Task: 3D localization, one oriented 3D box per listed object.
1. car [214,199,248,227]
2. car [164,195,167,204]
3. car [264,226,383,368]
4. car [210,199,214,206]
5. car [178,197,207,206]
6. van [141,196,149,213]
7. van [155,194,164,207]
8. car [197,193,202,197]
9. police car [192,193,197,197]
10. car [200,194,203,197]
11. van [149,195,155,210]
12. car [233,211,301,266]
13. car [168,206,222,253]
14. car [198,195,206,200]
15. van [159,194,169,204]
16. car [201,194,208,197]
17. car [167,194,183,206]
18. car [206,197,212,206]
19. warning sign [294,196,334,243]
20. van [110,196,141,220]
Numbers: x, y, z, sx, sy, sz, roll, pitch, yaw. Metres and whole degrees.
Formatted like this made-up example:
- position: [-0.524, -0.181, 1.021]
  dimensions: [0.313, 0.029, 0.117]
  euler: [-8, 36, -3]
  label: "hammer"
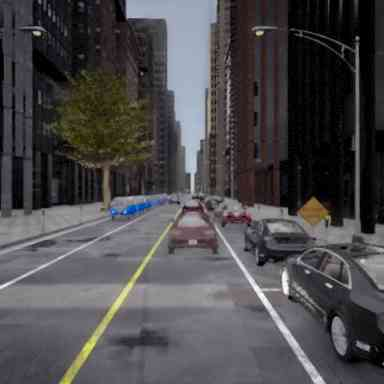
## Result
- position: [2.778, 1.446, 22.541]
  dimensions: [1.967, 1.590, 4.097]
  euler: [0, 0, 0]
  label: "car"
- position: [-5.726, 1.571, 56.251]
  dimensions: [1.887, 1.381, 4.507]
  euler: [0, 0, 0]
  label: "car"
- position: [2.767, 1.552, 5.685]
  dimensions: [2.008, 1.369, 4.403]
  euler: [0, 0, 0]
  label: "car"
- position: [2.782, 1.534, 28.330]
  dimensions: [1.752, 1.417, 4.829]
  euler: [0, 0, 0]
  label: "car"
- position: [0.070, 1.486, 29.072]
  dimensions: [1.882, 1.535, 5.008]
  euler: [0, 0, 0]
  label: "car"
- position: [-5.740, 1.353, 33.777]
  dimensions: [1.690, 1.788, 3.998]
  euler: [0, 0, 0]
  label: "van"
- position: [-5.729, 1.364, 50.632]
  dimensions: [1.690, 1.788, 3.998]
  euler: [0, 0, 0]
  label: "van"
- position: [2.813, 1.362, 78.729]
  dimensions: [2.192, 1.841, 5.009]
  euler: [0, 0, 0]
  label: "car"
- position: [0.960, 1.492, 94.063]
  dimensions: [1.930, 1.638, 5.238]
  euler: [0, 0, 0]
  label: "police car"
- position: [2.803, 1.596, 61.872]
  dimensions: [1.947, 1.339, 4.313]
  euler: [0, 0, 0]
  label: "car"
- position: [-5.736, 1.356, 39.396]
  dimensions: [1.690, 1.788, 3.998]
  euler: [0, 0, 0]
  label: "van"
- position: [2.771, 1.553, 11.303]
  dimensions: [2.008, 1.369, 4.403]
  euler: [0, 0, 0]
  label: "car"
- position: [0.056, 1.528, 13.553]
  dimensions: [1.812, 1.442, 4.674]
  euler: [0, 0, 1]
  label: "car"
- position: [2.824, 1.620, 95.585]
  dimensions: [2.008, 1.369, 4.403]
  euler: [0, 0, 0]
  label: "car"
- position: [-5.719, 1.377, 67.488]
  dimensions: [1.690, 1.788, 3.998]
  euler: [0, 0, 0]
  label: "van"
- position: [2.799, 1.551, 56.424]
  dimensions: [1.752, 1.417, 4.829]
  euler: [0, 0, 0]
  label: "car"
- position: [-3.024, 1.505, 57.256]
  dimensions: [1.882, 1.535, 5.008]
  euler: [0, 0, 1]
  label: "car"
- position: [2.788, 1.580, 39.397]
  dimensions: [1.947, 1.339, 4.313]
  euler: [0, 0, 0]
  label: "car"
- position: [5.075, 1.118, 13.951]
  dimensions: [1.300, 1.860, 1.060]
  euler: [0, 0, 0]
  label: "warning sign"
- position: [-5.743, 1.350, 28.159]
  dimensions: [1.690, 1.788, 3.998]
  euler: [0, 0, 0]
  label: "van"
